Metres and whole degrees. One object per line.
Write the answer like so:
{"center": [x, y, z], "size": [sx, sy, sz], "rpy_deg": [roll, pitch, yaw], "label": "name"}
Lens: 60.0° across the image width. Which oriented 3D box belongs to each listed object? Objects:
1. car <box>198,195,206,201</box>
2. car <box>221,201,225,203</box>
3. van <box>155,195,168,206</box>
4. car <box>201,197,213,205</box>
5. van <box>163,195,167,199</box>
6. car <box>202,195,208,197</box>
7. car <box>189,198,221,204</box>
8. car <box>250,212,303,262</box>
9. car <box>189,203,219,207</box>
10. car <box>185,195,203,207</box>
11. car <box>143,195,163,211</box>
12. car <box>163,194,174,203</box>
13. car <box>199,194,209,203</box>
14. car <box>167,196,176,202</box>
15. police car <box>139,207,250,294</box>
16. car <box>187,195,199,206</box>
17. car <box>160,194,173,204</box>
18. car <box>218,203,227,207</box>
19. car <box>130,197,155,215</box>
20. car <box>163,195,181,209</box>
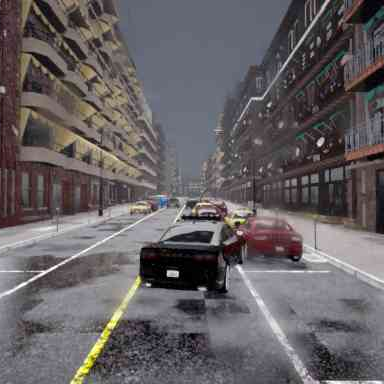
{"center": [2.765, 1.682, 89.507], "size": [1.967, 1.590, 4.097], "rpy_deg": [1, 0, 0], "label": "car"}
{"center": [2.666, 1.591, 34.197], "size": [1.887, 1.381, 4.507], "rpy_deg": [1, 0, 0], "label": "car"}
{"center": [-5.157, 1.446, 56.401], "size": [1.690, 1.788, 3.998], "rpy_deg": [1, 0, 0], "label": "van"}
{"center": [2.732, 1.669, 61.850], "size": [1.887, 1.381, 4.507], "rpy_deg": [1, 0, 0], "label": "car"}
{"center": [-5.169, 1.428, 50.869], "size": [1.690, 1.788, 3.998], "rpy_deg": [2, 0, 0], "label": "van"}
{"center": [2.719, 1.649, 56.320], "size": [1.887, 1.381, 4.507], "rpy_deg": [1, 0, 0], "label": "car"}
{"center": [0.885, 1.482, 24.941], "size": [1.801, 1.575, 5.366], "rpy_deg": [0, 0, 0], "label": "car"}
{"center": [2.613, 1.554, 12.074], "size": [1.887, 1.381, 4.507], "rpy_deg": [1, 0, 0], "label": "car"}
{"center": [0.870, 1.543, 18.747], "size": [1.812, 1.442, 4.674], "rpy_deg": [0, 0, 0], "label": "car"}
{"center": [0.120, 1.550, 45.600], "size": [1.882, 1.535, 5.008], "rpy_deg": [0, 0, 0], "label": "car"}
{"center": [-5.195, 1.373, 39.811], "size": [2.192, 1.841, 5.009], "rpy_deg": [2, 0, 0], "label": "car"}
{"center": [-5.116, 1.482, 72.992], "size": [2.192, 1.841, 5.009], "rpy_deg": [1, 0, 0], "label": "car"}
{"center": [2.742, 1.504, 78.444], "size": [2.192, 1.841, 5.009], "rpy_deg": [1, 0, 0], "label": "car"}
{"center": [-5.097, 1.781, 84.053], "size": [1.947, 1.339, 4.313], "rpy_deg": [1, 0, 0], "label": "car"}
{"center": [0.298, 1.431, 9.129], "size": [1.930, 1.638, 5.238], "rpy_deg": [0, 0, 15], "label": "police car"}
{"center": [0.142, 1.467, 59.439], "size": [2.097, 1.767, 4.553], "rpy_deg": [0, 0, 0], "label": "car"}
{"center": [-5.130, 1.460, 67.462], "size": [2.192, 1.841, 5.009], "rpy_deg": [1, 0, 0], "label": "car"}
{"center": [2.628, 1.541, 17.776], "size": [1.752, 1.417, 4.829], "rpy_deg": [1, 0, 0], "label": "car"}
{"center": [-5.214, 1.571, 34.109], "size": [1.752, 1.417, 4.829], "rpy_deg": [2, 0, 0], "label": "car"}
{"center": [-2.637, 1.601, 47.002], "size": [1.812, 1.442, 4.674], "rpy_deg": [0, 0, 0], "label": "car"}
